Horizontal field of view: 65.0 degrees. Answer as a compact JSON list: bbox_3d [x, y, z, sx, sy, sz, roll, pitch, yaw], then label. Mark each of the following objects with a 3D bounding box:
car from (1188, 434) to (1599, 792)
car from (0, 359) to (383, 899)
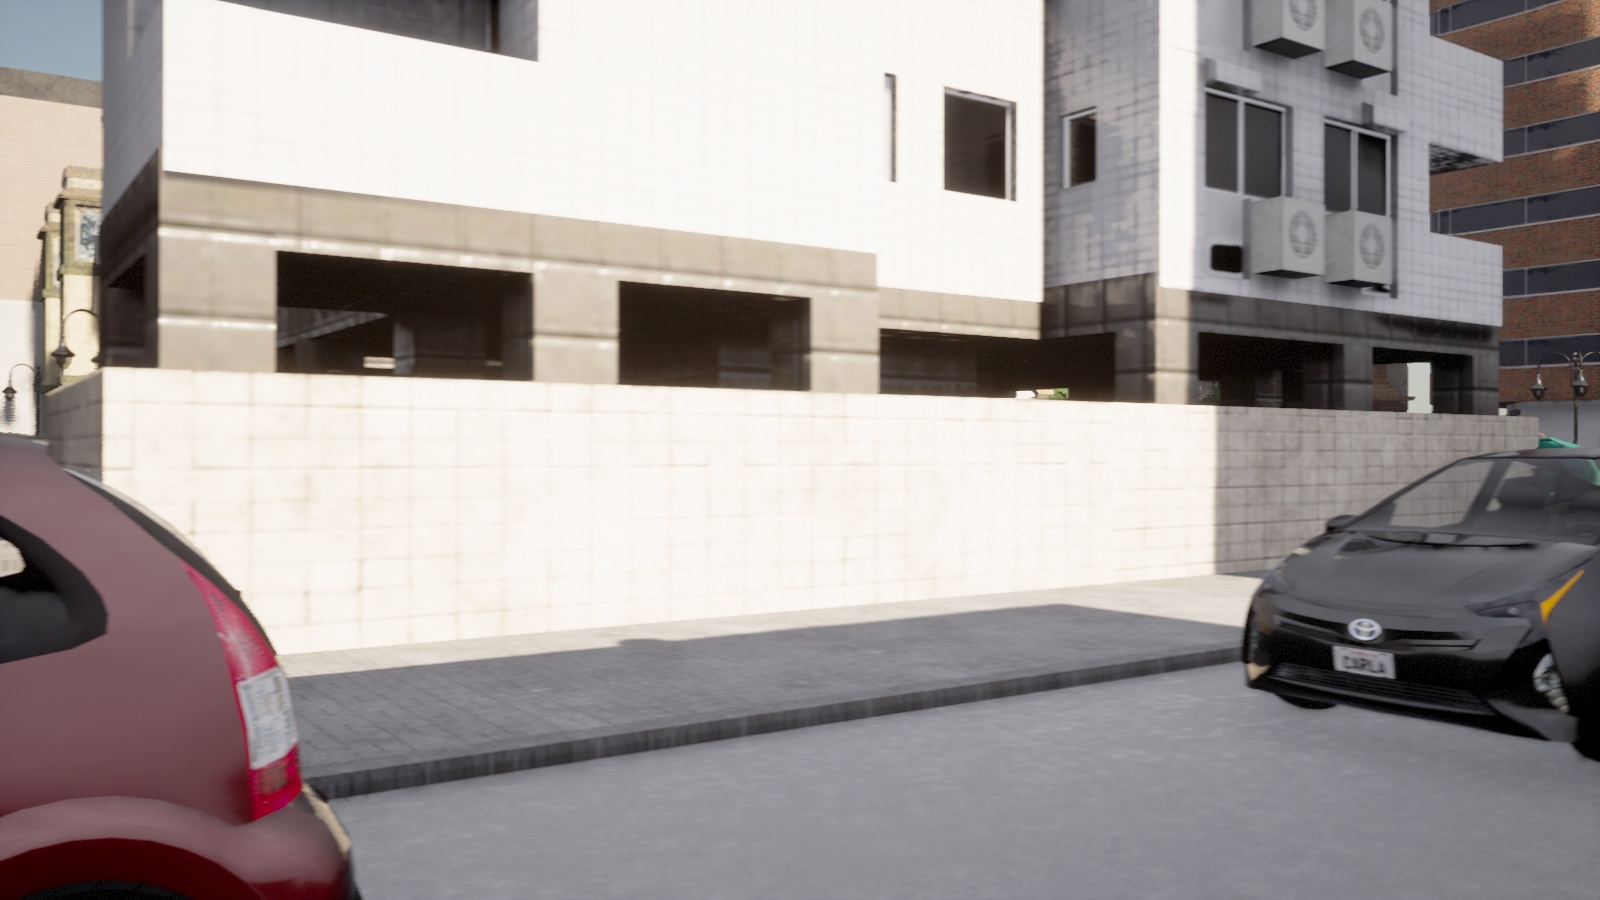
[{"bbox_3d":[4.589,0.693,7.463,4.514,1.525,2.007,0,0,-35],"label":"car"},{"bbox_3d":[-3.013,0.656,2.172,3.988,1.617,1.851,0,0,-35],"label":"car"}]
